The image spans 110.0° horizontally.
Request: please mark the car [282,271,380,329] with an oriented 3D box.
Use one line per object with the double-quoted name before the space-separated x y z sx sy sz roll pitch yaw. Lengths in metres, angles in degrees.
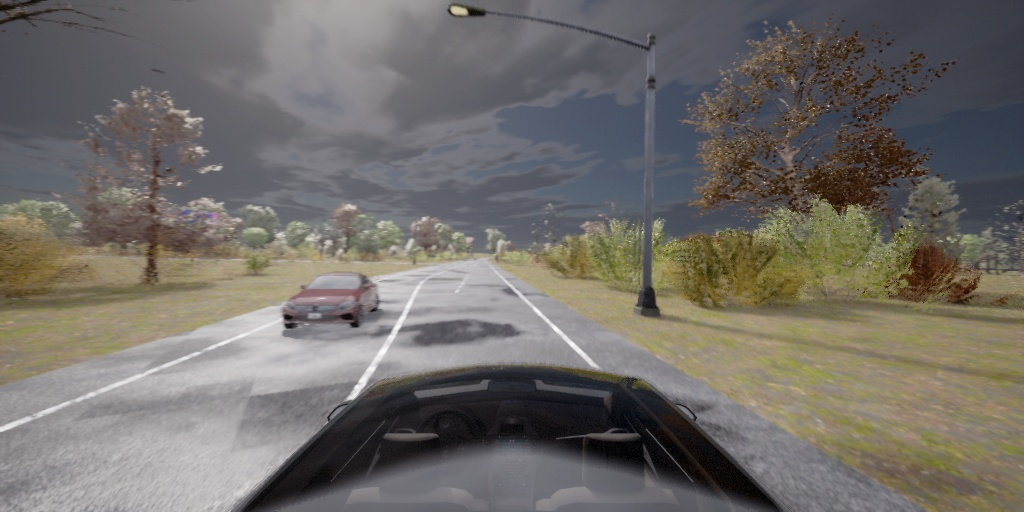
"car" -5.303 1.220 11.116 1.812 1.442 4.674 1 0 -11
